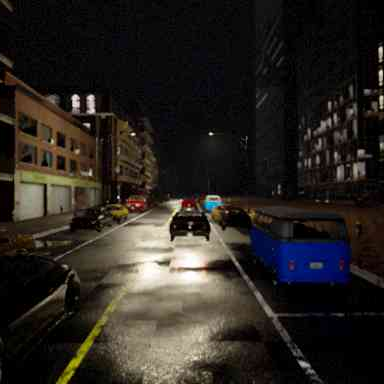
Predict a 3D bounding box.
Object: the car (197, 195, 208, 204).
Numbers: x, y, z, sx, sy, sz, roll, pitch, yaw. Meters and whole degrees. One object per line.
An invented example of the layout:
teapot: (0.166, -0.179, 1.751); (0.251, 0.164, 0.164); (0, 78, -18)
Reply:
car: (1.980, 1.360, 64.556); (1.967, 1.590, 4.097); (0, 0, -1)

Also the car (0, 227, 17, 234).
car: (-5.771, 1.549, 8.599); (1.752, 1.417, 4.829); (1, 0, -1)

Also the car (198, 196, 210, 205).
car: (2.041, 1.469, 58.986); (1.887, 1.381, 4.507); (0, 0, -1)

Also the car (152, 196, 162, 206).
car: (-6.276, 1.523, 53.323); (1.887, 1.381, 4.507); (1, 0, -1)

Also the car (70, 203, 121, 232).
car: (-5.899, 1.562, 19.907); (2.008, 1.369, 4.403); (1, 0, -1)

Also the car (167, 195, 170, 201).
car: (-6.526, 1.505, 75.601); (1.887, 1.381, 4.507); (1, 0, -1)

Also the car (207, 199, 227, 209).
car: (2.416, 1.481, 25.739); (1.752, 1.417, 4.829); (0, 0, -1)

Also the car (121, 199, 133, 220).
car: (-5.960, 1.531, 25.307); (1.752, 1.417, 4.829); (1, 0, -1)

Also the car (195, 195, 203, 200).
car: (1.728, 1.453, 86.833); (2.008, 1.369, 4.403); (0, 0, -1)

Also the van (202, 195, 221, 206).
van: (2.294, 1.285, 36.709); (1.690, 1.788, 3.998); (0, 0, -1)

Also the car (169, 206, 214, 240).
car: (-0.108, 1.581, 16.789); (1.895, 1.301, 4.718); (0, 0, 0)

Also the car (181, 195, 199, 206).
car: (-0.374, 1.432, 42.443); (1.882, 1.535, 5.008); (0, 0, -1)

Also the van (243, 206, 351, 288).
van: (2.608, 1.315, 8.863); (1.690, 1.788, 3.998); (0, 0, -1)

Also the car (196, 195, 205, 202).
car: (1.854, 1.455, 75.694); (1.887, 1.381, 4.507); (0, 0, -1)

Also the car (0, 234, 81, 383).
car: (-3.046, 1.576, 4.535); (1.994, 1.385, 4.181); (0, 0, -1)

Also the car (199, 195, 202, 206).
car: (2.102, 1.454, 53.586); (1.752, 1.417, 4.829); (0, 0, -1)

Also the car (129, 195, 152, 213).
car: (-6.085, 1.309, 36.615); (2.192, 1.841, 5.009); (1, 0, -1)

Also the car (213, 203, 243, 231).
car: (2.481, 1.544, 20.000); (1.802, 1.307, 4.206); (0, 0, -1)

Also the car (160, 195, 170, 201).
car: (-6.589, 1.521, 81.171); (1.947, 1.339, 4.313); (1, 0, -1)

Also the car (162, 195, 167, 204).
car: (-6.401, 1.551, 64.463); (1.802, 1.307, 4.206); (1, 0, -1)

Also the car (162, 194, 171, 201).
car: (-6.650, 1.391, 86.740); (1.967, 1.590, 4.097); (1, 0, -1)
